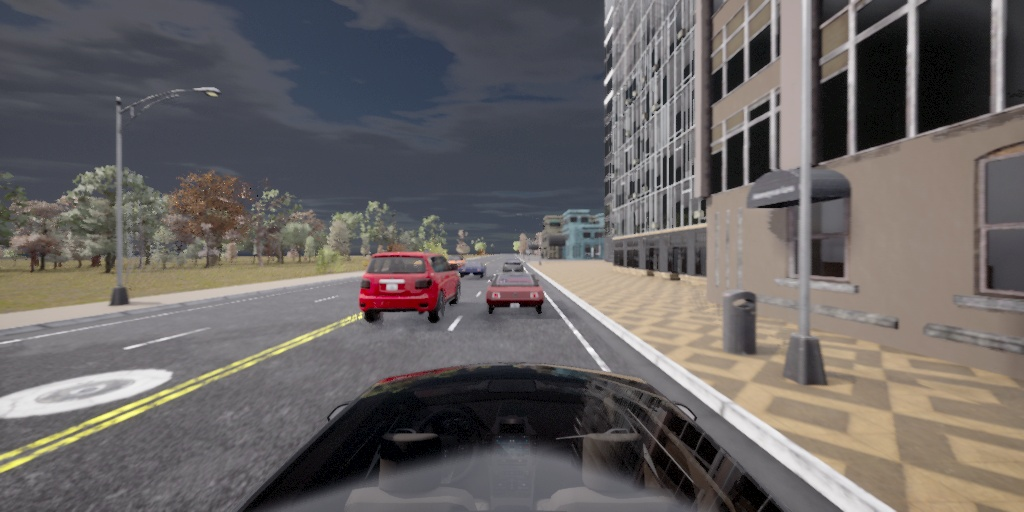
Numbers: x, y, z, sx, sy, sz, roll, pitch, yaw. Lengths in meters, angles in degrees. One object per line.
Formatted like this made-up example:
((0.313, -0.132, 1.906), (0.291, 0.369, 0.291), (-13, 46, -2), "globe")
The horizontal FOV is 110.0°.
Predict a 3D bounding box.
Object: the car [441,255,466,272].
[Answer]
((-6.550, 0.768, 40.884), (2.097, 1.767, 4.553), (0, 1, 0), "car")

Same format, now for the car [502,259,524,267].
((0.099, 0.973, 33.238), (2.128, 1.511, 4.902), (0, 0, 0), "car")

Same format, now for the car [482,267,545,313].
((0.100, 1.251, 13.486), (1.895, 1.301, 4.718), (0, 0, 0), "car")

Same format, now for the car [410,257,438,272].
((-9.808, 0.900, 40.178), (1.882, 1.535, 5.008), (0, 0, 0), "car")

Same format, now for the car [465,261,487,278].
((-3.150, 1.110, 30.001), (1.895, 1.301, 4.718), (0, 0, 0), "car")

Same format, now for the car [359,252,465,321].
((-3.151, 0.884, 12.100), (2.150, 2.045, 5.566), (0, 1, 0), "car")
